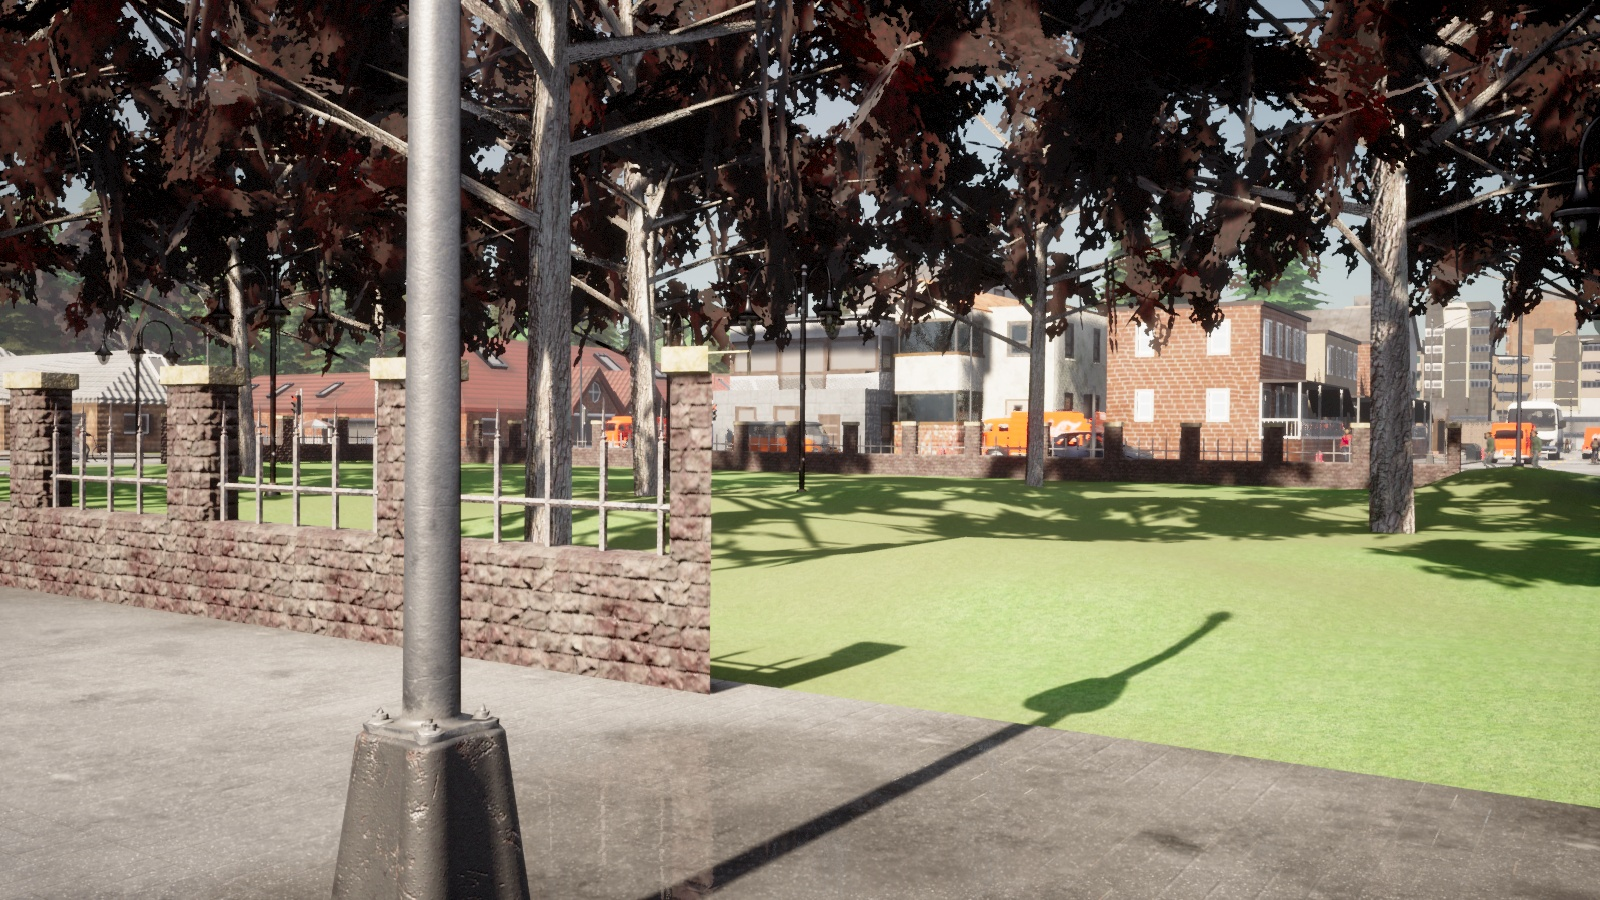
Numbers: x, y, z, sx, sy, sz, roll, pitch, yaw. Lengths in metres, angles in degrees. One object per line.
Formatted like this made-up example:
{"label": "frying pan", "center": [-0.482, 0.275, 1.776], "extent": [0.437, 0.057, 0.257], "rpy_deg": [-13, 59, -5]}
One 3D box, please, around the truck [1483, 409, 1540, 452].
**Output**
{"label": "truck", "center": [42.492, -1.163, 74.952], "extent": [2.627, 2.467, 5.204], "rpy_deg": [0, 1, 34]}

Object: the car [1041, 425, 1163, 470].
{"label": "car", "center": [11.137, -0.105, 46.418], "extent": [3.988, 1.617, 1.851], "rpy_deg": [0, 1, 32]}

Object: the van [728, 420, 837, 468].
{"label": "van", "center": [-0.774, -0.248, 54.246], "extent": [4.442, 1.987, 1.775], "rpy_deg": [0, 1, 32]}

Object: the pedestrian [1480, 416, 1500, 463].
{"label": "pedestrian", "center": [27.775, -0.421, 50.569], "extent": [0.614, 1.847, 0.353], "rpy_deg": [0, 1, 5]}

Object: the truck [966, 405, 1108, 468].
{"label": "truck", "center": [9.812, -0.555, 52.073], "extent": [5.204, 2.467, 2.627], "rpy_deg": [0, 1, 32]}

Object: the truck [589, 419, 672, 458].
{"label": "truck", "center": [-11.187, -0.792, 83.241], "extent": [2.627, 2.467, 5.204], "rpy_deg": [0, 1, 34]}

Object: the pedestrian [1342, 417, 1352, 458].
{"label": "pedestrian", "center": [24.689, -0.558, 56.655], "extent": [0.331, 1.846, 0.636], "rpy_deg": [0, 1, 30]}

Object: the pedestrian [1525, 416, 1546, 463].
{"label": "pedestrian", "center": [28.828, -0.412, 49.215], "extent": [0.614, 1.847, 0.353], "rpy_deg": [0, 1, 7]}

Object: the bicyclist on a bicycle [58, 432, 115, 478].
{"label": "bicyclist on a bicycle", "center": [-28.393, 0.176, 50.010], "extent": [0.659, 1.776, 1.843], "rpy_deg": [0, 1, 32]}
